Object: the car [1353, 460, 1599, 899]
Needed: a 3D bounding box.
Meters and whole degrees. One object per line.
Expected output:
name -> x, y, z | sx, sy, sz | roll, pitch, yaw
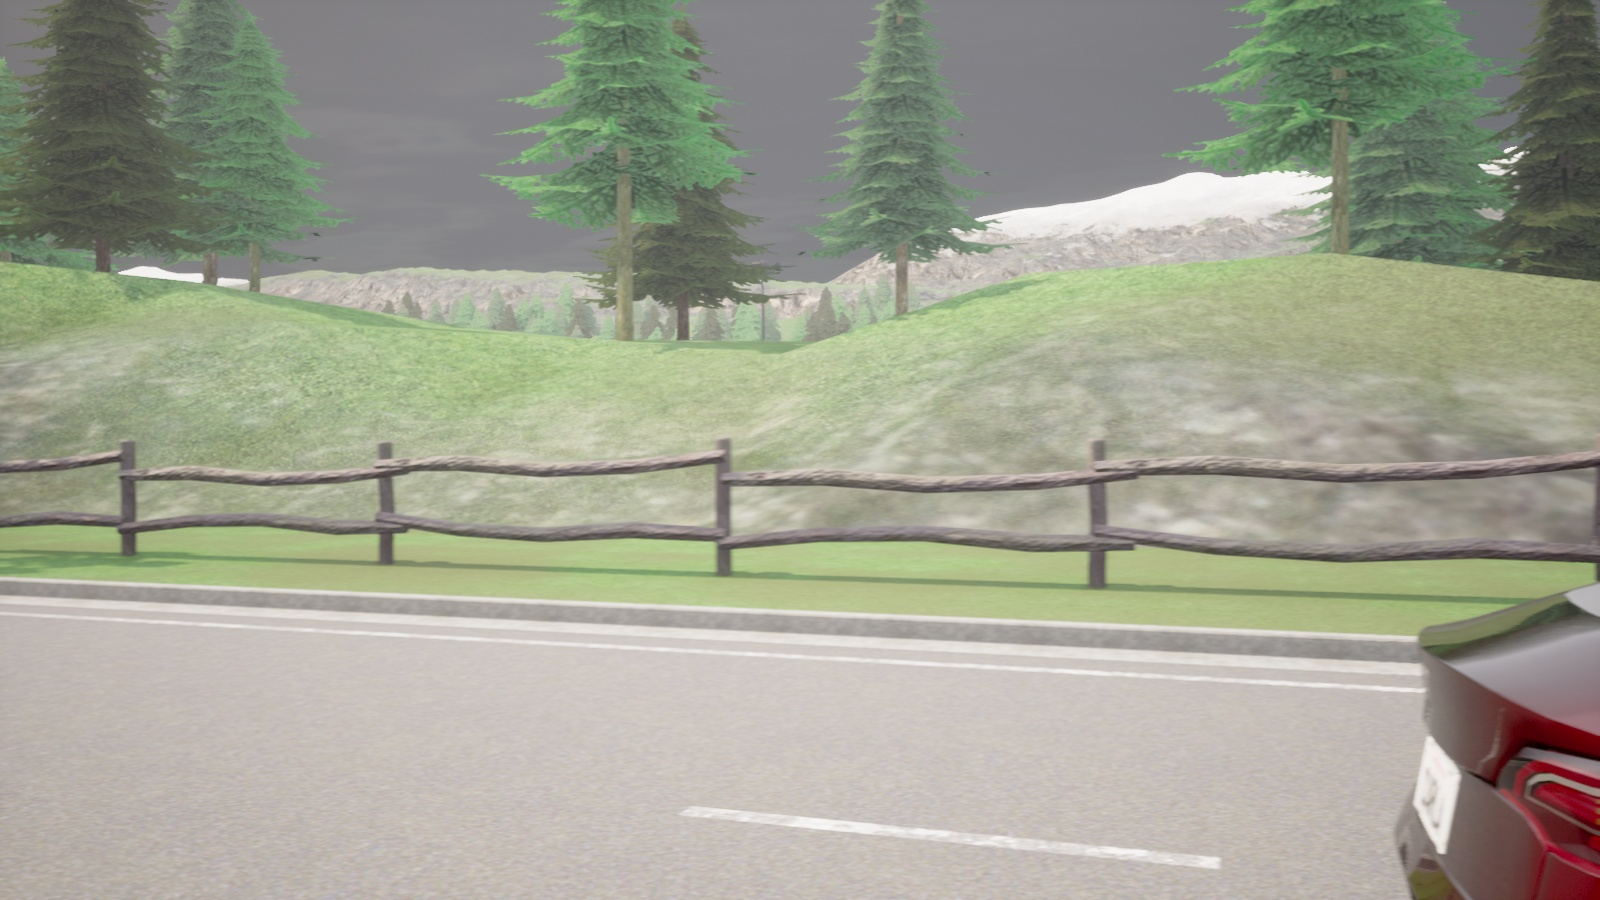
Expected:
car -> 3.593, 0.803, 1.985 | 4.792, 1.488, 2.163 | 0, 1, 19
